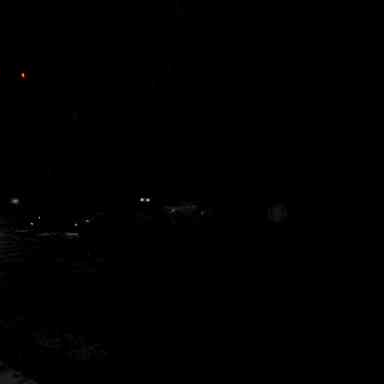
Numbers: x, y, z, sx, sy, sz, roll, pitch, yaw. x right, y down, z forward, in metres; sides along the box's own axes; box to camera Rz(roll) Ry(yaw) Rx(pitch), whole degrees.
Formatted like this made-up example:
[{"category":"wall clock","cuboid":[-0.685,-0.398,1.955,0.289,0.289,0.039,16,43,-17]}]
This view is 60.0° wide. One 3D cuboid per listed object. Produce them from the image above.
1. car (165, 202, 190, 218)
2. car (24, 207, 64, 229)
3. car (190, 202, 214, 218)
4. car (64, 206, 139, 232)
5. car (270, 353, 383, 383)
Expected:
[{"category":"car","cuboid":[-1.085,1.689,32.837,1.812,1.442,4.674,1,0,36]},{"category":"car","cuboid":[-8.576,1.653,22.254,1.895,1.301,4.718,1,0,35]},{"category":"car","cuboid":[2.354,1.713,32.067,2.128,1.511,4.902,1,0,35]},{"category":"car","cuboid":[-5.362,1.633,21.163,1.812,1.442,4.674,1,0,35]},{"category":"car","cuboid":[2.374,1.545,1.267,4.507,1.381,1.887,0,1,35]}]
